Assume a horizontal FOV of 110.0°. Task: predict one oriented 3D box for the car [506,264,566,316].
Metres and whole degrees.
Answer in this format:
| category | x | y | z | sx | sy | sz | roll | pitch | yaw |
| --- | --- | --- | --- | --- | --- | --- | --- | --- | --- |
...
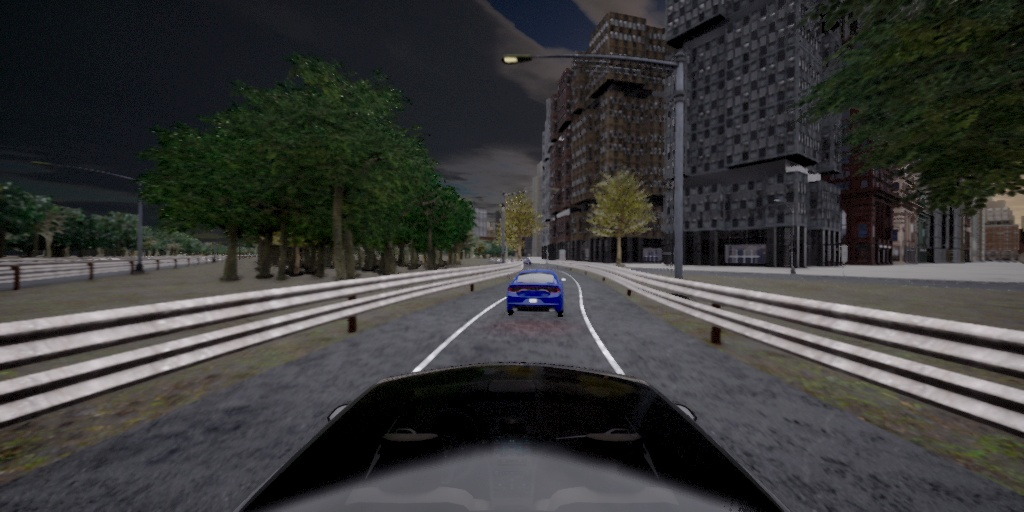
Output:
| category | x | y | z | sx | sy | sz | roll | pitch | yaw |
| --- | --- | --- | --- | --- | --- | --- | --- | --- | --- |
| car | 0.994 | 1.244 | 13.558 | 1.882 | 1.535 | 5.008 | 0 | 0 | 8 |
